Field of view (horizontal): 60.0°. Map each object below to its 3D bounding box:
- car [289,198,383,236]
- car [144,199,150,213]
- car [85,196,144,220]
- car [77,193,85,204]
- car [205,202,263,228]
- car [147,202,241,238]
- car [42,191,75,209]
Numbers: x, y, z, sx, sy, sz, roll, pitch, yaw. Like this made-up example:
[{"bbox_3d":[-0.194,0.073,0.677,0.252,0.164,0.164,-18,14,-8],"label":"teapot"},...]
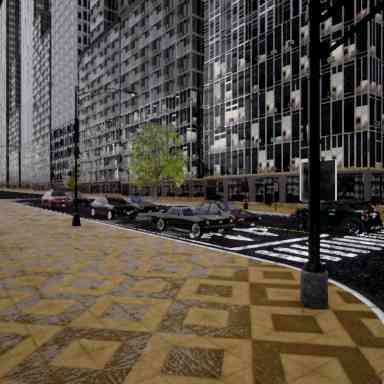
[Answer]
[{"bbox_3d":[7.506,1.181,17.801,2.097,1.767,4.553,0,1,-38],"label":"car"},{"bbox_3d":[-4.814,1.098,27.898,2.033,1.411,5.357,0,1,-37],"label":"car"},{"bbox_3d":[-5.652,1.108,23.696,1.837,1.490,4.892,0,2,-38],"label":"car"},{"bbox_3d":[-13.837,0.829,39.448,2.033,1.411,5.357,0,1,-38],"label":"car"},{"bbox_3d":[1.659,1.289,19.706,2.033,1.411,5.357,0,1,-36],"label":"car"},{"bbox_3d":[-0.065,1.372,16.587,1.895,1.301,4.718,0,1,-38],"label":"car"},{"bbox_3d":[-13.876,0.713,34.202,2.097,1.767,4.553,0,1,-38],"label":"car"}]
